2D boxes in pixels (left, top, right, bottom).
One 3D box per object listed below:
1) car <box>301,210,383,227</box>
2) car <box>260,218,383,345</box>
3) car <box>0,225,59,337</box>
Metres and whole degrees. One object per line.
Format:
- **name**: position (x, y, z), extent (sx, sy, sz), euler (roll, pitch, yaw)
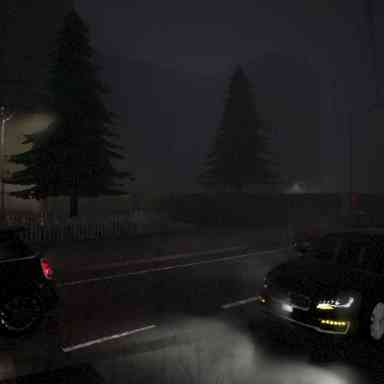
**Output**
- **car**: position (5.895, 1.478, 12.625), extent (5.008, 1.535, 1.882), euler (0, 0, -36)
- **car**: position (3.409, 1.504, 6.478), extent (4.892, 1.490, 1.837), euler (0, 0, -36)
- **car**: position (-4.555, 1.352, 5.008), extent (4.553, 1.767, 2.097), euler (0, 0, -36)
